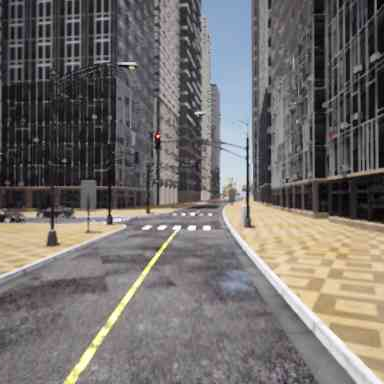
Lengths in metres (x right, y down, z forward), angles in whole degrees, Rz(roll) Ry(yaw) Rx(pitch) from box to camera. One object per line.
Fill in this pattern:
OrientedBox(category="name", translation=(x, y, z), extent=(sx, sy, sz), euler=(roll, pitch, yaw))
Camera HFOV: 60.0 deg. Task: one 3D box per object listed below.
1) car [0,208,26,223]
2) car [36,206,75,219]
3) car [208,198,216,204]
OrientedBox(category="car", translation=(-17.388, 2.183, 30.304), extent=(4.403, 1.369, 2.008), euler=(-1, 0, 11))
OrientedBox(category="car", translation=(-15.809, 2.326, 38.533), extent=(4.403, 1.369, 2.008), euler=(-1, 0, 11))
OrientedBox(category="car", translation=(5.381, 2.485, 90.102), extent=(1.882, 1.535, 5.008), euler=(0, -1, 10))
